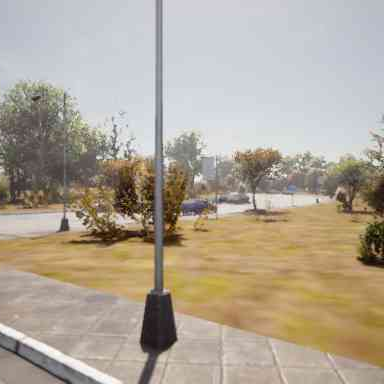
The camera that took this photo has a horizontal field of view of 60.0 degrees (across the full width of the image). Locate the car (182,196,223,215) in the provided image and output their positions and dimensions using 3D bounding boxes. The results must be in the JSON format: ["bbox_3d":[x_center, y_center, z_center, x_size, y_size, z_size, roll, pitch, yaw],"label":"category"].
[{"bbox_3d":[0.778,1.477,33.352,1.812,1.442,4.674,0,0,39],"label":"car"}]

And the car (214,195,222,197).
[{"bbox_3d":[4.364,1.193,54.665,2.128,1.511,4.902,0,1,38],"label":"car"}]

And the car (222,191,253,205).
[{"bbox_3d":[7.338,1.048,52.784,2.097,1.767,4.553,0,1,38],"label":"car"}]

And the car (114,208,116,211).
[{"bbox_3d":[-6.906,1.522,35.134,1.994,1.385,4.181,0,0,39],"label":"car"}]
